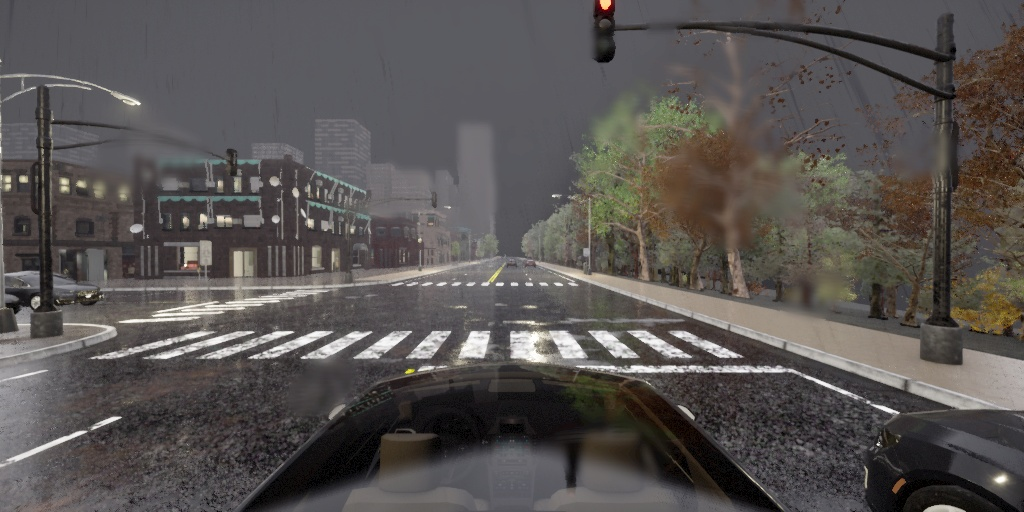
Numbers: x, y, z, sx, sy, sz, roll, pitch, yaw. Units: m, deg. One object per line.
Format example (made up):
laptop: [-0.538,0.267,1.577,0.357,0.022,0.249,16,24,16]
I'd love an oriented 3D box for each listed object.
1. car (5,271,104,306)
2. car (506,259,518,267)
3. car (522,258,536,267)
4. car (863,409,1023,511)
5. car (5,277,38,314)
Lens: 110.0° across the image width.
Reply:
car: [-20.315,1.480,15.131,4.892,1.490,1.837,-1,1,0]
car: [-0.048,1.231,63.053,1.837,1.490,4.892,0,0,0]
car: [3.204,1.252,63.367,1.812,1.442,4.674,0,0,0]
car: [3.353,1.255,0.435,1.837,1.490,4.892,0,0,0]
car: [-19.973,1.565,12.427,4.313,1.339,1.948,0,0,0]
